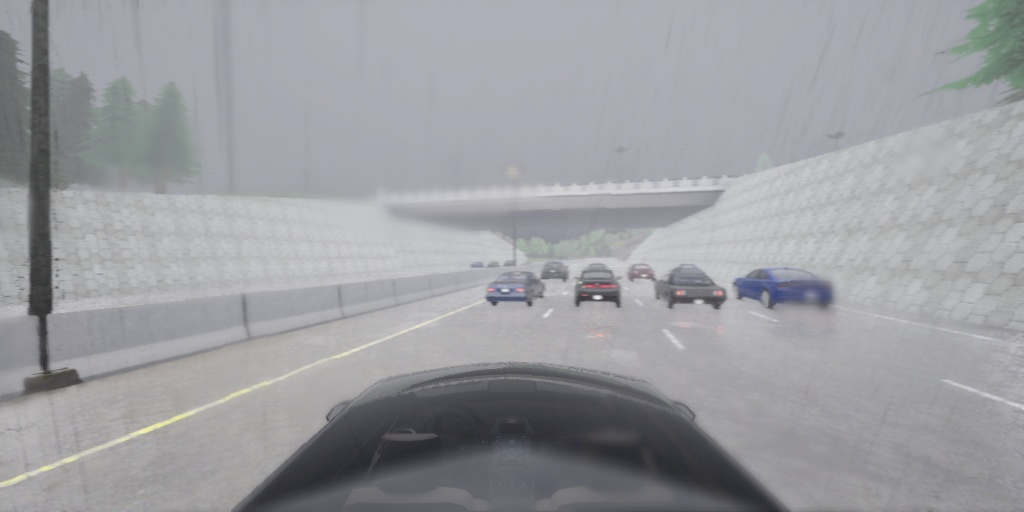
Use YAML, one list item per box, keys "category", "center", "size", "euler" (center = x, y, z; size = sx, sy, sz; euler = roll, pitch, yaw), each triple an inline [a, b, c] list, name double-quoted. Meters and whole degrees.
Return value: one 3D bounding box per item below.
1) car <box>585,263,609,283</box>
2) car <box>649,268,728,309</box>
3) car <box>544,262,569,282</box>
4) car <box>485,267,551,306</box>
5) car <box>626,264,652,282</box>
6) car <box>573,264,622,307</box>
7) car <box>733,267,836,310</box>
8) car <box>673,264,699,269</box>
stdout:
- category: "car"
  center: [7.250, 1.375, 30.525]
  size: [1.837, 1.490, 4.892]
  euler: [-1, 0, 13]
- category: "car"
  center: [7.157, 1.355, 14.922]
  size: [1.895, 1.301, 4.718]
  euler: [-1, 0, 13]
- category: "car"
  center: [3.788, 1.267, 31.108]
  size: [2.097, 1.767, 4.553]
  euler: [-1, -1, 13]
- category: "car"
  center: [0.316, 1.401, 16.419]
  size: [2.033, 1.411, 5.357]
  euler: [-1, 0, 13]
- category: "car"
  center: [10.673, 1.343, 29.786]
  size: [1.812, 1.442, 4.674]
  euler: [-1, 0, 14]
- category: "car"
  center: [3.797, 1.313, 15.923]
  size: [1.837, 1.490, 4.892]
  euler: [-1, 0, 13]
- category: "car"
  center: [10.651, 1.183, 14.483]
  size: [1.882, 1.535, 5.008]
  euler: [-1, 0, 13]
- category: "car"
  center: [14.064, 1.331, 28.920]
  size: [1.994, 1.385, 4.181]
  euler: [-1, 0, 13]
